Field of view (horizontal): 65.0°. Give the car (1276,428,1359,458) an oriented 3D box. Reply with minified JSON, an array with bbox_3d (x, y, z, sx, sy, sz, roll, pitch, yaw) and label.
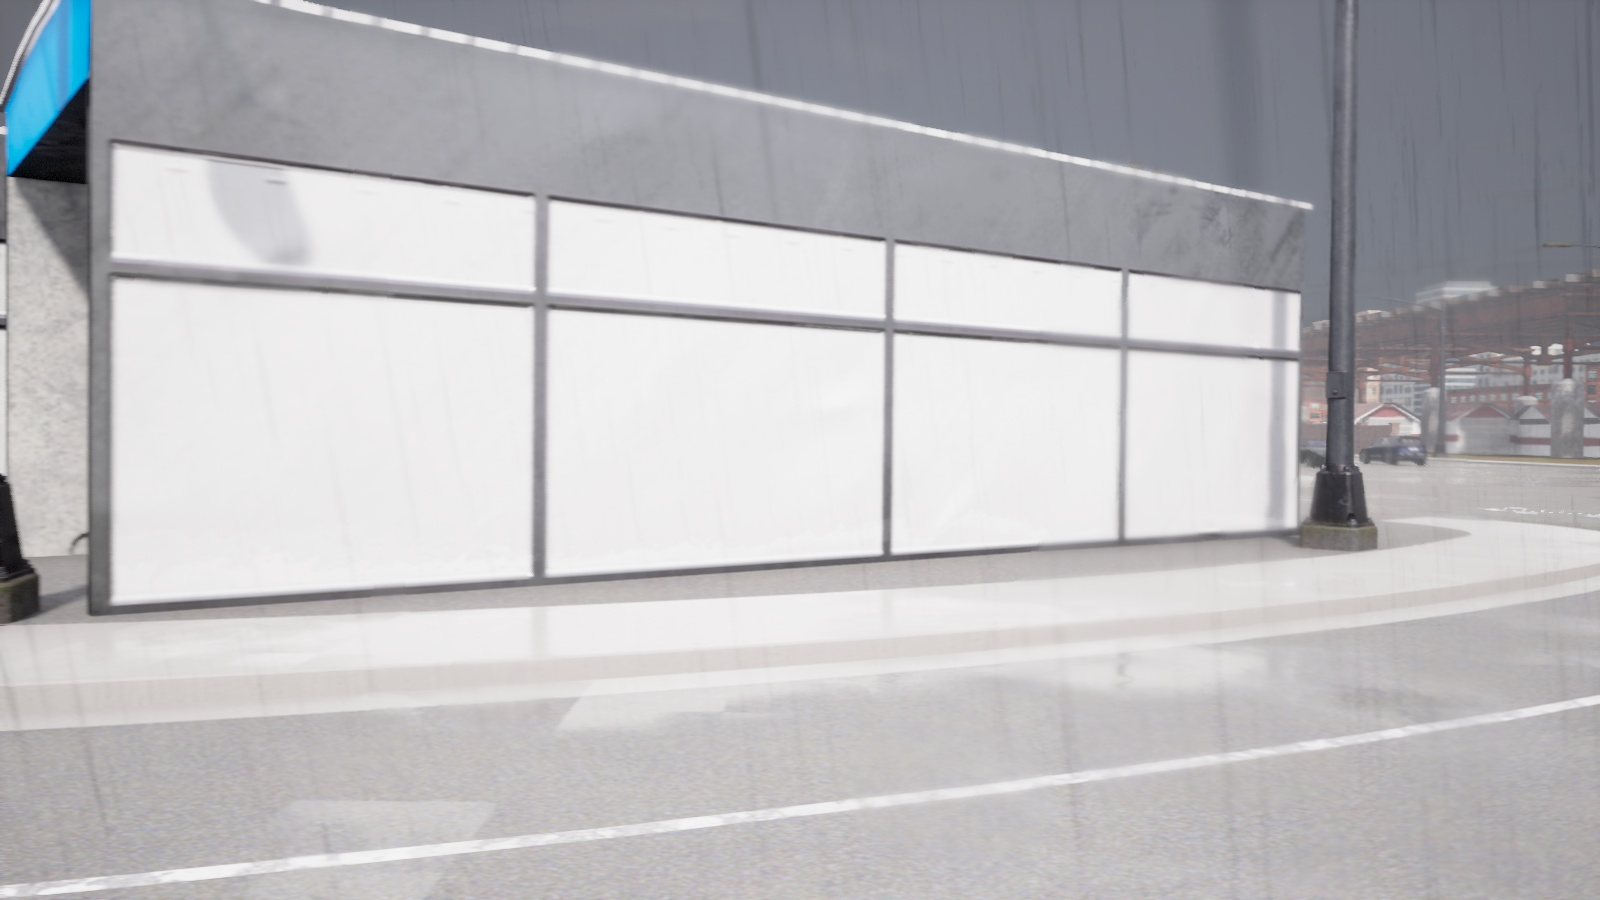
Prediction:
[{"bbox_3d":[25.293,-0.365,61.540,1.994,1.385,4.181,-1,1,-7],"label":"car"}]

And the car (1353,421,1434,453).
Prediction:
[{"bbox_3d":[32.255,-0.684,68.411,2.033,1.649,4.856,-1,0,-1],"label":"car"}]
